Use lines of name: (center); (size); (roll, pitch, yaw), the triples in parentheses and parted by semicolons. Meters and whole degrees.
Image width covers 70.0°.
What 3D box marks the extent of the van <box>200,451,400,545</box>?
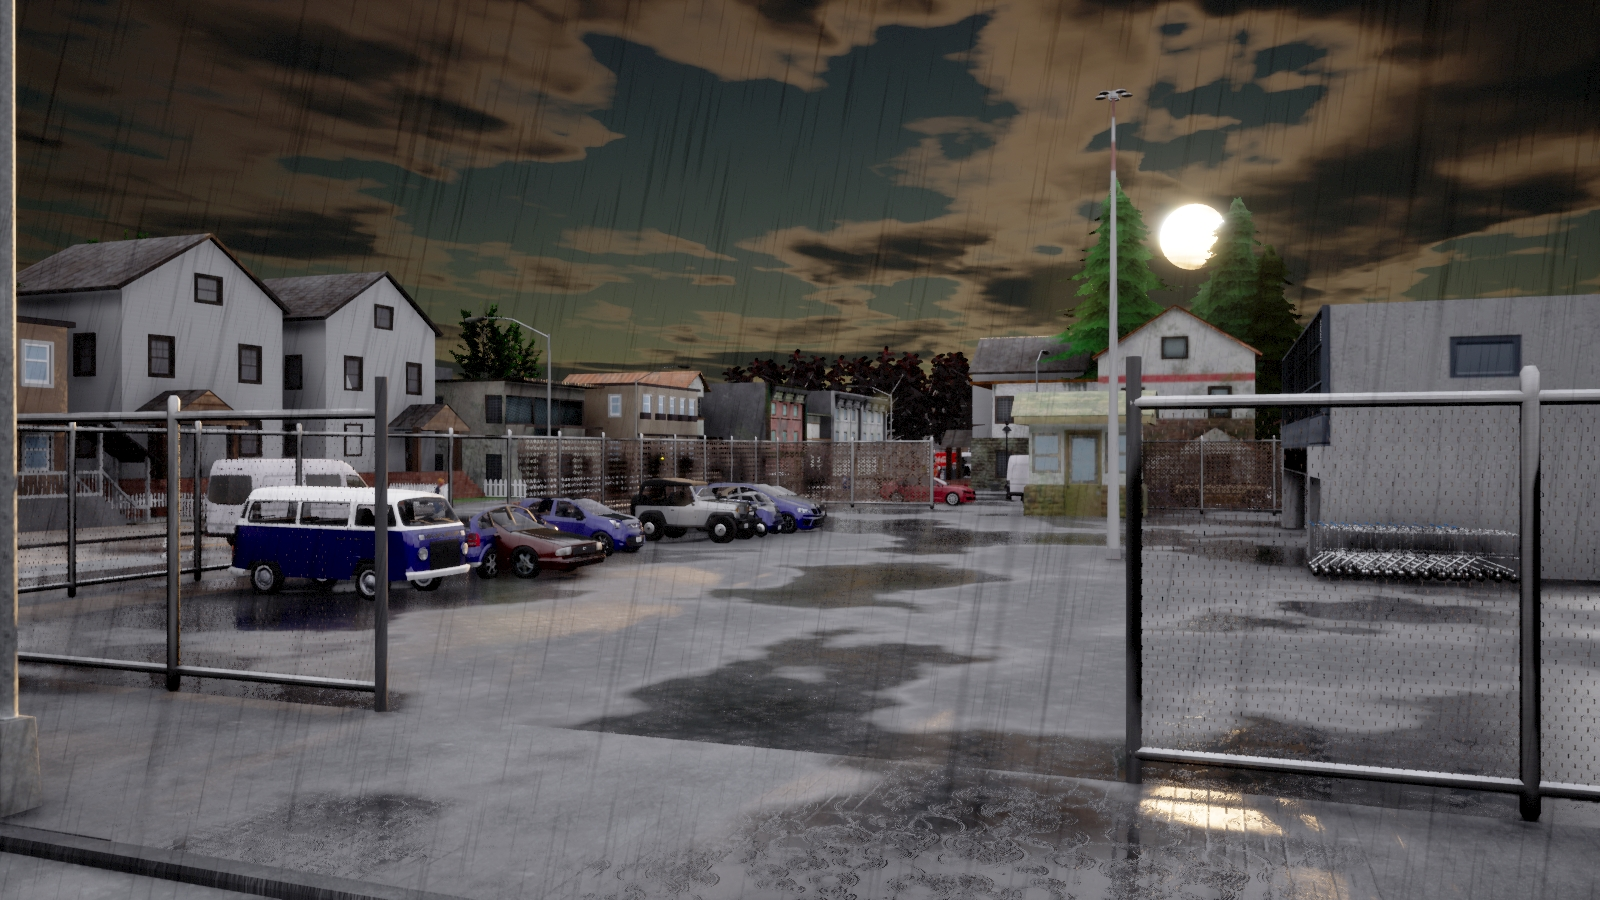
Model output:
van: (-14.863, 1.319, 34.444); (1.988, 2.561, 5.915); (0, 0, 20)

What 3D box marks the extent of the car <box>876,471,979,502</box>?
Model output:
car: (6.523, 1.843, 58.394); (4.892, 1.480, 2.231); (0, 0, 19)

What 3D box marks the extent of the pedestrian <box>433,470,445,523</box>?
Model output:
pedestrian: (-12.795, 1.633, 40.509); (0.375, 1.860, 0.375); (0, 0, -8)
